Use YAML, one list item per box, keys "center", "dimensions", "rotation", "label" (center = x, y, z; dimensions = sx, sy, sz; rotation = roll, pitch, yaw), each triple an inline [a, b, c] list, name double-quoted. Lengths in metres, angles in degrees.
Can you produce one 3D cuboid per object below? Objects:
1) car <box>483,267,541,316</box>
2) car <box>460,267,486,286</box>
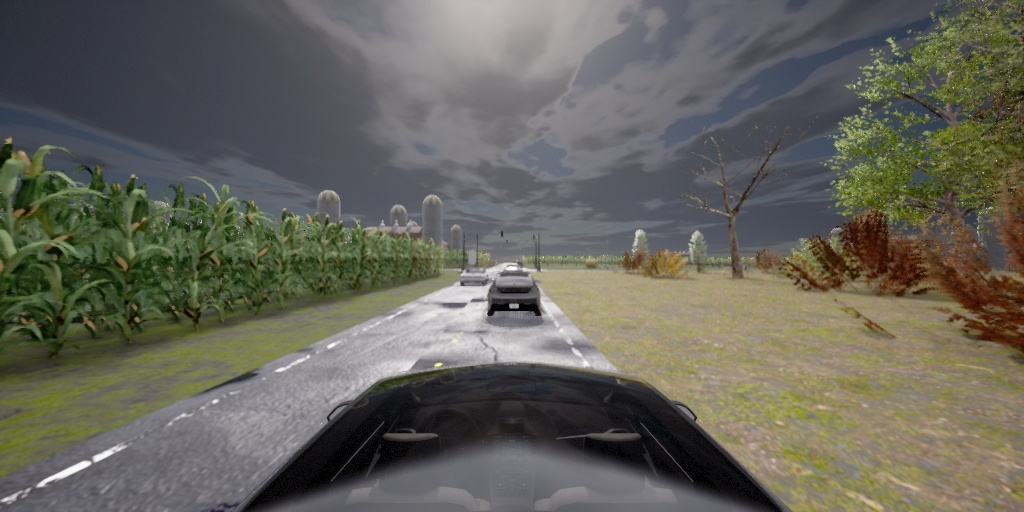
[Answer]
- center: [0.083, 1.353, 13.930]
  dimensions: [1.837, 1.490, 4.892]
  rotation: [0, 0, 0]
  label: "car"
- center: [-2.842, 1.561, 27.701]
  dimensions: [1.895, 1.301, 4.718]
  rotation: [0, 0, 0]
  label: "car"
